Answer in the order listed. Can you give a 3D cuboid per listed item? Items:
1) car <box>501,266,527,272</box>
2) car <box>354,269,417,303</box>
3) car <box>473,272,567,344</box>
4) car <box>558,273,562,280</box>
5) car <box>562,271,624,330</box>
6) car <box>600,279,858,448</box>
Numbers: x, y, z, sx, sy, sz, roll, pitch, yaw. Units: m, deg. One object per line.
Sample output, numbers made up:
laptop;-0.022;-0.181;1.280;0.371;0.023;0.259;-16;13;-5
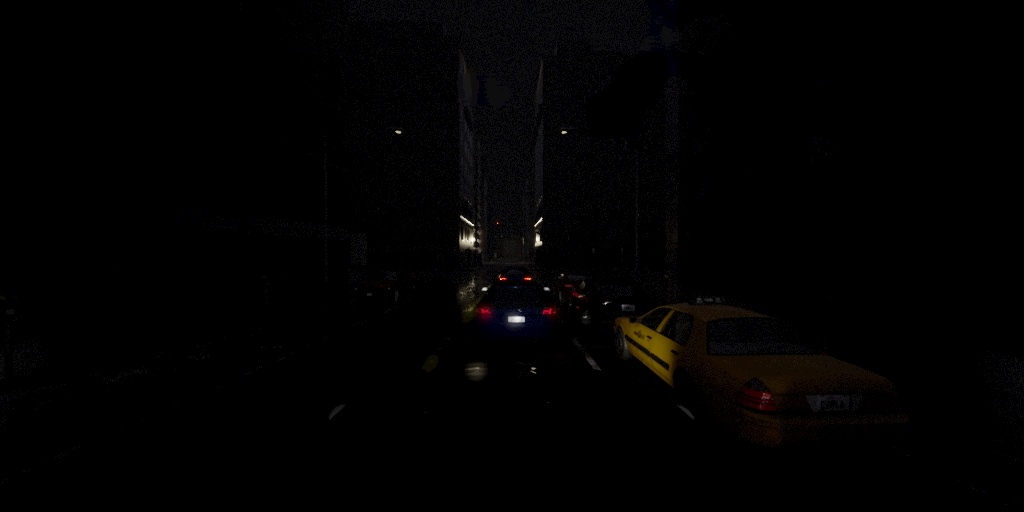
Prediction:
car;0.107;1.270;19.619;1.812;1.442;4.674;0;0;-2
car;-5.667;1.290;16.506;1.888;1.381;4.507;0;0;0
car;0.102;1.312;9.605;1.994;1.385;4.181;0;0;0
car;2.878;1.327;16.506;1.802;1.307;4.207;0;0;0
car;2.877;1.313;10.920;1.948;1.339;4.313;0;0;0
car;2.875;1.274;5.504;1.751;1.417;4.829;0;0;0
